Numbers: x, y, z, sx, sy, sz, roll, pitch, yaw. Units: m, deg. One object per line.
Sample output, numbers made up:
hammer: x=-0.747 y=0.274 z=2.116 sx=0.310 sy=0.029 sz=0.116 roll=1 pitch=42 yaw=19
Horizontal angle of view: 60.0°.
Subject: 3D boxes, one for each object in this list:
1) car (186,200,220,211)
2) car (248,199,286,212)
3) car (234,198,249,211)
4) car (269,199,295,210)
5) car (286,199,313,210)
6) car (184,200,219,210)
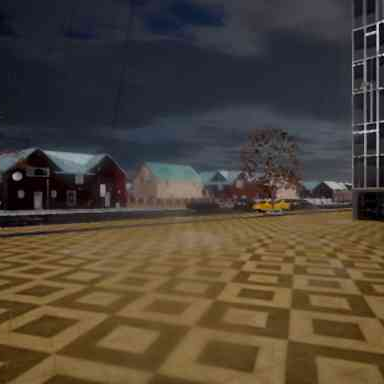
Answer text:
car: x=1.615 y=1.889 z=44.766 sx=1.895 sy=1.301 sz=4.718 roll=0 pitch=-1 yaw=43
car: x=10.031 y=1.839 z=44.032 sx=1.882 sy=1.535 sz=5.008 roll=0 pitch=-1 yaw=44
car: x=7.883 y=1.721 z=46.500 sx=2.097 sy=1.767 sz=4.553 roll=0 pitch=-1 yaw=44
car: x=14.598 y=1.995 z=53.722 sx=1.882 sy=1.535 sz=5.008 roll=0 pitch=-1 yaw=43
car: x=16.947 y=1.867 z=51.476 sx=2.097 sy=1.767 sz=4.553 roll=0 pitch=-1 yaw=43
car: x=1.491 y=1.884 z=49.356 sx=2.033 sy=1.411 sz=5.357 roll=0 pitch=-1 yaw=44
